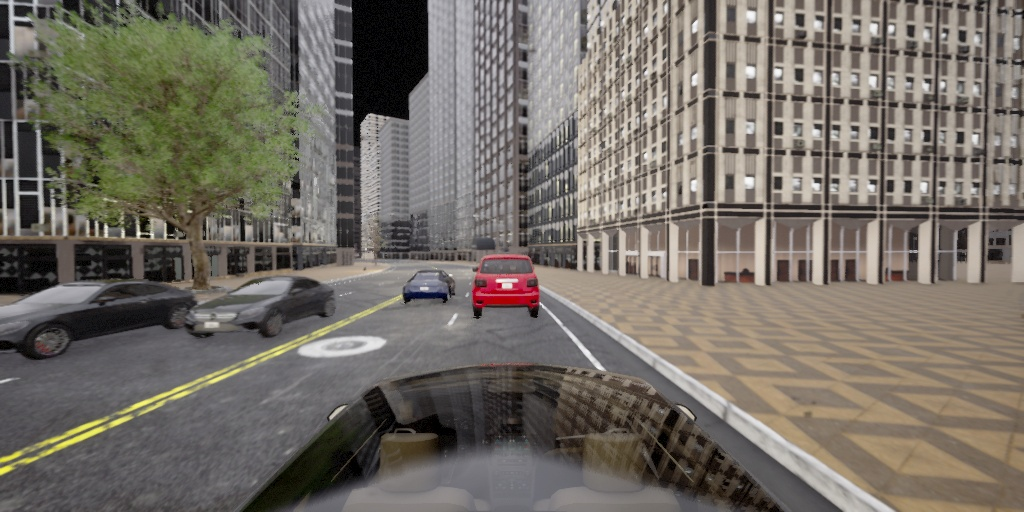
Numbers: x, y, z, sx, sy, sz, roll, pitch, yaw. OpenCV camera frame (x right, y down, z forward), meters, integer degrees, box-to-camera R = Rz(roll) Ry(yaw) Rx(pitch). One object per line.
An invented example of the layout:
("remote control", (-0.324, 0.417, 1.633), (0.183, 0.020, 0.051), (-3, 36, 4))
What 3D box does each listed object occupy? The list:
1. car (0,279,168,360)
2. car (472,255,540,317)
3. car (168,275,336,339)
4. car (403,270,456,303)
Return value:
("car", (-9.990, 1.303, 8.565), (1.812, 1.442, 4.674), (0, 0, -2))
("car", (-0.293, 0.979, 13.319), (2.150, 2.045, 5.566), (0, 0, -3))
("car", (-6.796, 1.298, 10.371), (1.812, 1.442, 4.674), (0, 0, -2))
("car", (-3.799, 1.334, 16.979), (1.994, 1.385, 4.181), (0, 0, -4))
